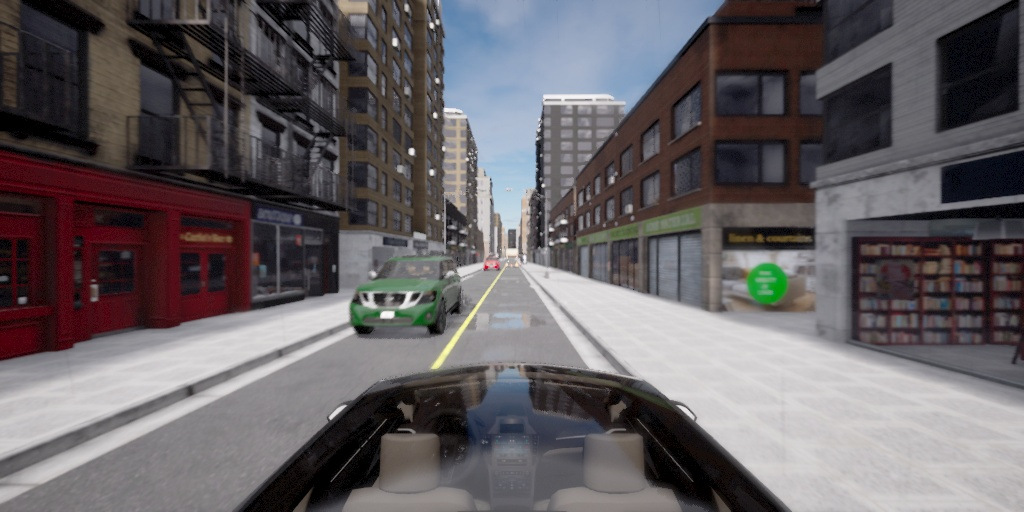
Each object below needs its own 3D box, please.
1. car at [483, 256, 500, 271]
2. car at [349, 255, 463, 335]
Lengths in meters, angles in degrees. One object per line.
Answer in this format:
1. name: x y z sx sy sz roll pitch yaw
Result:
1. car: -2.834 1.085 51.260 2.150 2.045 5.566 0 0 0
2. car: -2.854 0.994 10.969 2.150 2.045 5.566 0 0 0
